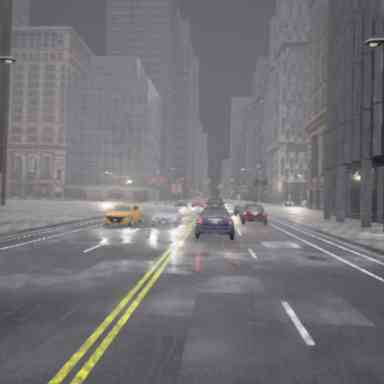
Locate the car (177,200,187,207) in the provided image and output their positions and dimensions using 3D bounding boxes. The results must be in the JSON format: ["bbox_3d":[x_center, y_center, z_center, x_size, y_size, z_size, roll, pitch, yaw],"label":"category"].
[{"bbox_3d":[-2.002,2.287,65.767,1.994,1.385,4.181,1,-1,4],"label":"car"}]

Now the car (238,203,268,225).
[{"bbox_3d":[5.236,1.832,28.909,2.097,1.767,4.553,1,-1,4],"label":"car"}]

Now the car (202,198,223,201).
[{"bbox_3d":[2.680,1.744,38.239,2.150,2.045,5.566,1,-1,4],"label":"car"}]

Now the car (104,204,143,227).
[{"bbox_3d":[-4.984,1.643,24.855,1.882,1.535,5.008,1,-1,4],"label":"car"}]

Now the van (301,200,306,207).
[{"bbox_3d":[30.867,3.131,87.514,3.998,1.788,1.690,1,-1,4],"label":"van"}]

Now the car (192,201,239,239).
[{"bbox_3d":[1.345,1.616,19.345,2.097,1.767,4.553,1,-1,4],"label":"car"}]

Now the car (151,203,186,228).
[{"bbox_3d":[-1.746,1.773,24.608,1.812,1.442,4.674,1,-1,4],"label":"car"}]

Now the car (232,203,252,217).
[{"bbox_3d":[6.075,2.138,40.993,2.128,1.511,4.902,1,-1,5],"label":"car"}]

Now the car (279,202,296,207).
[{"bbox_3d":[25.260,3.211,87.934,4.403,1.369,2.008,1,-1,4],"label":"car"}]

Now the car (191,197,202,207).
[{"bbox_3d":[1.145,2.067,64.139,2.150,2.045,5.566,1,0,4],"label":"car"}]
